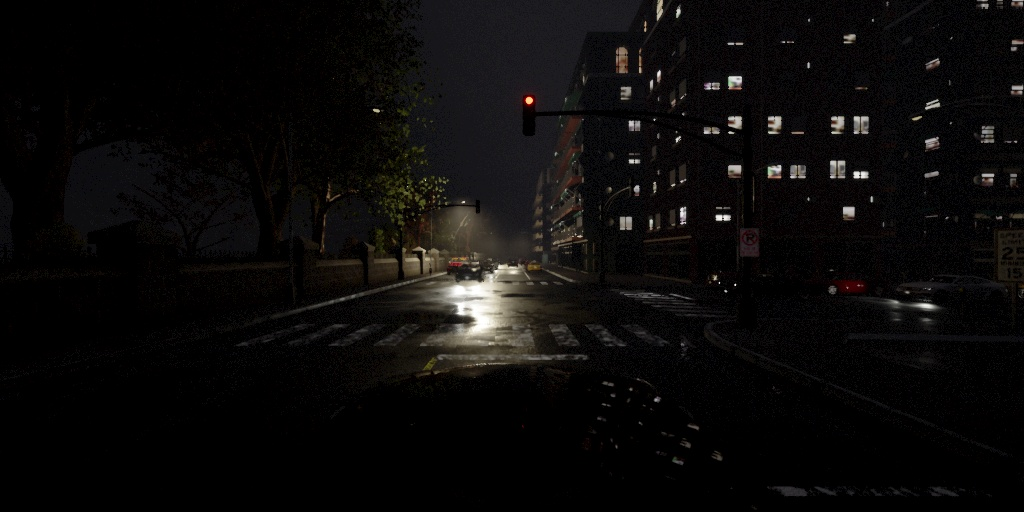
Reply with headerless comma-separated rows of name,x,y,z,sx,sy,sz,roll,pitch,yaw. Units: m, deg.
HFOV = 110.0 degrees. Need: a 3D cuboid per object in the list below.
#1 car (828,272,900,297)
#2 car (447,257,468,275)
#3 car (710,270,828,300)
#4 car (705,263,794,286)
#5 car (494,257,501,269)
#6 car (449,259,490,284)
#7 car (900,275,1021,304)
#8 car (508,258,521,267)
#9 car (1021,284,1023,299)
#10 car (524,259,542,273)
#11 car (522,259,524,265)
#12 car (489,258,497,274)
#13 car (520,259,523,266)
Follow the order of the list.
car,20.318,1.671,21.933,4.507,1.381,1.888,0,0,0
car,-5.645,1.070,38.532,2.192,1.841,5.009,0,0,0
car,13.725,1.618,19.327,4.718,1.301,1.895,1,0,0
car,14.623,1.338,21.922,5.009,1.841,2.192,0,0,0
car,-3.027,1.290,53.101,1.812,1.442,4.674,0,0,0
car,-3.068,1.243,27.037,2.128,1.511,4.902,0,0,0
car,23.667,1.723,19.343,4.674,1.442,1.812,1,0,0
car,0.177,1.320,64.305,2.033,1.411,5.357,0,0,-1
car,31.539,1.857,21.954,4.829,1.417,1.751,0,0,0
car,2.743,1.283,44.228,1.751,1.417,4.829,0,0,0
car,2.749,1.307,49.593,1.888,1.381,4.507,0,0,0
car,-3.051,1.263,40.980,1.837,1.490,4.892,0,-1,0
car,2.756,1.316,55.128,2.007,1.370,4.403,0,0,0
